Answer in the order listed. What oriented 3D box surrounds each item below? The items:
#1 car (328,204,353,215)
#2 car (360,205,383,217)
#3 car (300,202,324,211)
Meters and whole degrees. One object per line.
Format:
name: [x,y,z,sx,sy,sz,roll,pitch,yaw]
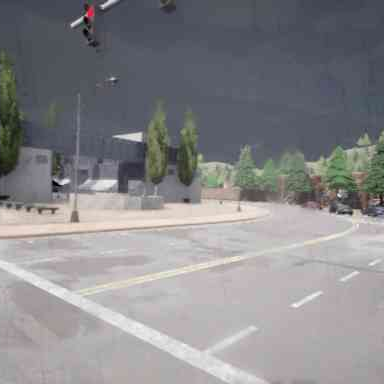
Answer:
car: [19.661,2.270,44.093,1.994,1.385,4.181,2,0,4]
car: [22.982,2.396,41.654,2.033,1.411,5.357,2,0,7]
car: [19.402,2.273,54.147,1.895,1.301,4.718,2,0,-9]
